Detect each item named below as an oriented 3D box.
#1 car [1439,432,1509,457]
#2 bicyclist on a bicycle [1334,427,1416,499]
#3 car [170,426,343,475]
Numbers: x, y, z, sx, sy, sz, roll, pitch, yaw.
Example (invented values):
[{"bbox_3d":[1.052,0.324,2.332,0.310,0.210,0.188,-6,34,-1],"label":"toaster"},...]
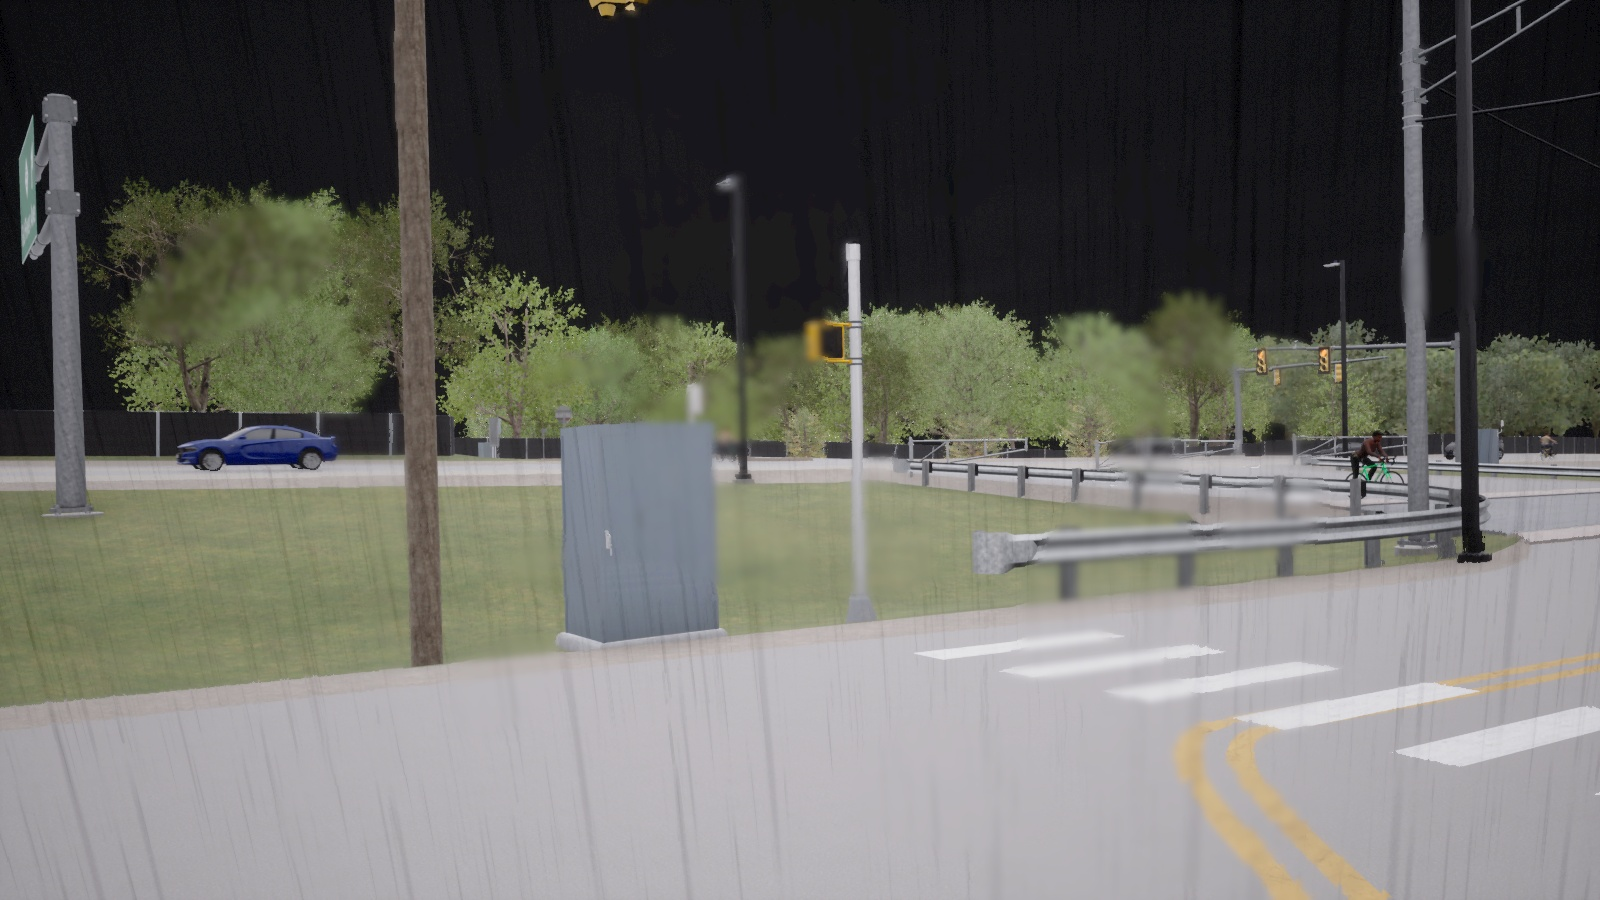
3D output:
[{"bbox_3d":[42.324,-0.362,78.793,4.514,1.525,2.007,0,0,-34],"label":"car"},{"bbox_3d":[13.444,0.322,29.411,0.582,1.620,1.656,-1,-2,-27],"label":"bicyclist on a bicycle"},{"bbox_3d":[-18.102,-0.001,41.920,5.008,1.535,1.882,-1,0,-34],"label":"car"}]
